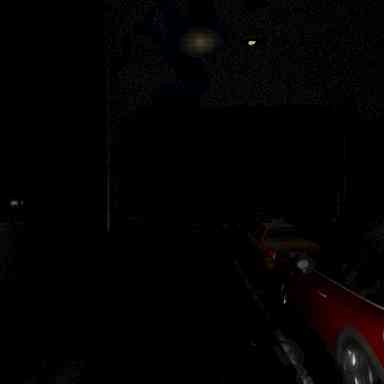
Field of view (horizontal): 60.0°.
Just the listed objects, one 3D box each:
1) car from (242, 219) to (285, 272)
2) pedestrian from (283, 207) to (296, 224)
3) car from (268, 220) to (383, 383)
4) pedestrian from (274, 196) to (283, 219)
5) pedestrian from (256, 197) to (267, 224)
[{"bbox_3d":[2.639,1.527,10.597,1.752,1.417,4.829,0,0,0],"label":"car"},{"bbox_3d":[5.961,1.146,20.322,0.375,1.860,0.375,0,0,0],"label":"pedestrian"},{"bbox_3d":[2.641,1.440,4.989,1.967,1.590,4.097,0,0,0],"label":"car"},{"bbox_3d":[5.505,1.143,20.920,0.375,1.860,0.375,0,0,0],"label":"pedestrian"},{"bbox_3d":[4.461,1.149,21.521,0.375,1.860,0.375,0,0,0],"label":"pedestrian"}]
